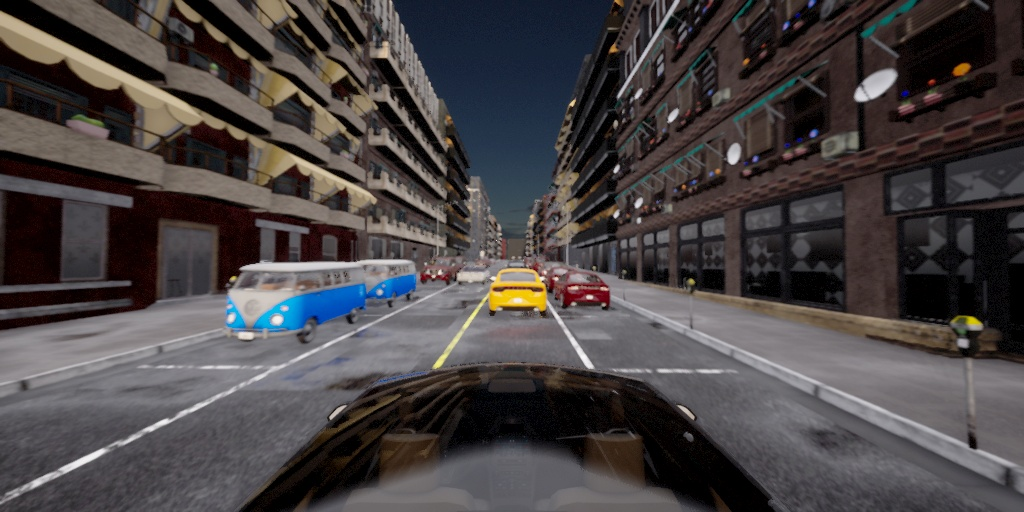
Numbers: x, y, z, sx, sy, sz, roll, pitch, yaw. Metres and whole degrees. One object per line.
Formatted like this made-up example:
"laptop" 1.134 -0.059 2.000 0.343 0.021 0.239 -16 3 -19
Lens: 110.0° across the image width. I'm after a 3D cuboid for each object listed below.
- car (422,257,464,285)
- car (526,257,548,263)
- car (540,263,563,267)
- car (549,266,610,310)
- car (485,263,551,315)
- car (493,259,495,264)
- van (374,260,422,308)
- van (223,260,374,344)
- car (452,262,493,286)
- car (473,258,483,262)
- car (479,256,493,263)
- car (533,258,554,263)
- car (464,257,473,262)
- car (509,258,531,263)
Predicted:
"car" -5.079 1.003 25.790 2.192 1.841 5.009 0 0 1
"car" 2.887 1.031 36.706 2.192 1.841 5.009 0 0 1
"car" 2.744 1.276 20.114 1.888 1.381 4.507 0 0 1
"car" 2.685 1.283 14.584 1.888 1.381 4.507 0 0 1
"car" 0.208 1.205 13.478 1.882 1.535 5.008 0 0 1
"car" -4.666 1.237 64.500 1.888 1.381 4.507 0 0 1
"van" -5.197 1.042 14.730 1.690 1.789 3.998 0 0 1
"van" -5.256 1.050 9.199 1.690 1.789 3.998 0 0 1
"car" -2.601 1.301 24.904 1.895 1.301 4.718 0 0 1
"car" -4.901 1.244 42.381 1.948 1.339 4.313 0 0 1
"car" -4.724 1.000 58.969 2.192 1.841 5.009 0 0 1
"car" 2.810 1.165 25.645 1.967 1.591 4.097 0 0 1
"car" -5.019 0.998 31.319 2.192 1.841 5.009 0 0 1
"car" 0.396 1.186 30.951 1.882 1.535 5.008 0 0 1
